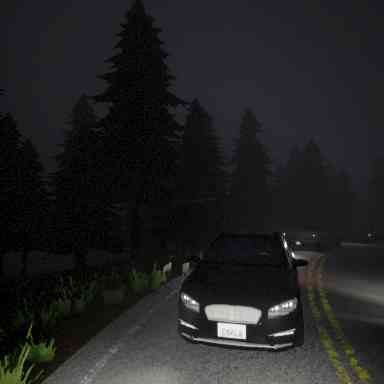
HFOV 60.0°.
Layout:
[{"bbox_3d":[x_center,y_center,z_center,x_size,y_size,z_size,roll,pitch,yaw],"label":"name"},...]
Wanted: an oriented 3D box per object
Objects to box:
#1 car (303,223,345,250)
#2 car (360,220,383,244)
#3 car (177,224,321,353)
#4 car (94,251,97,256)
[{"bbox_3d":[6.501,2.308,17.695,1.895,1.301,4.718,-3,-6,39],"label":"car"},{"bbox_3d":[15.851,3.226,26.461,5.566,2.045,2.150,8,-8,-28],"label":"car"},{"bbox_3d":[1.133,1.561,6.602,2.128,1.511,4.902,-1,-2,15],"label":"car"},{"bbox_3d":[-20.261,13.650,72.972,4.181,1.381,1.994,-2,-5,31],"label":"car"}]
